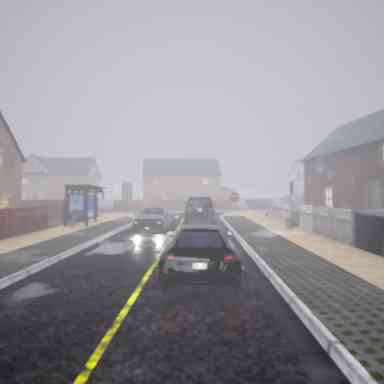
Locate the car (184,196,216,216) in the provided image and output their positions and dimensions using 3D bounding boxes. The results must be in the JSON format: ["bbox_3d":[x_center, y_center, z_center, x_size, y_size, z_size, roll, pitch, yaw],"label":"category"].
[{"bbox_3d":[0.582,1.293,24.346,2.150,2.045,5.566,0,0,2],"label":"car"}]

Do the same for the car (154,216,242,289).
[{"bbox_3d":[0.230,1.586,9.269,1.994,1.385,4.181,0,0,2],"label":"car"}]

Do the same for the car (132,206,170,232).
[{"bbox_3d":[-2.381,1.607,20.847,2.033,1.411,5.357,0,0,2],"label":"car"}]
